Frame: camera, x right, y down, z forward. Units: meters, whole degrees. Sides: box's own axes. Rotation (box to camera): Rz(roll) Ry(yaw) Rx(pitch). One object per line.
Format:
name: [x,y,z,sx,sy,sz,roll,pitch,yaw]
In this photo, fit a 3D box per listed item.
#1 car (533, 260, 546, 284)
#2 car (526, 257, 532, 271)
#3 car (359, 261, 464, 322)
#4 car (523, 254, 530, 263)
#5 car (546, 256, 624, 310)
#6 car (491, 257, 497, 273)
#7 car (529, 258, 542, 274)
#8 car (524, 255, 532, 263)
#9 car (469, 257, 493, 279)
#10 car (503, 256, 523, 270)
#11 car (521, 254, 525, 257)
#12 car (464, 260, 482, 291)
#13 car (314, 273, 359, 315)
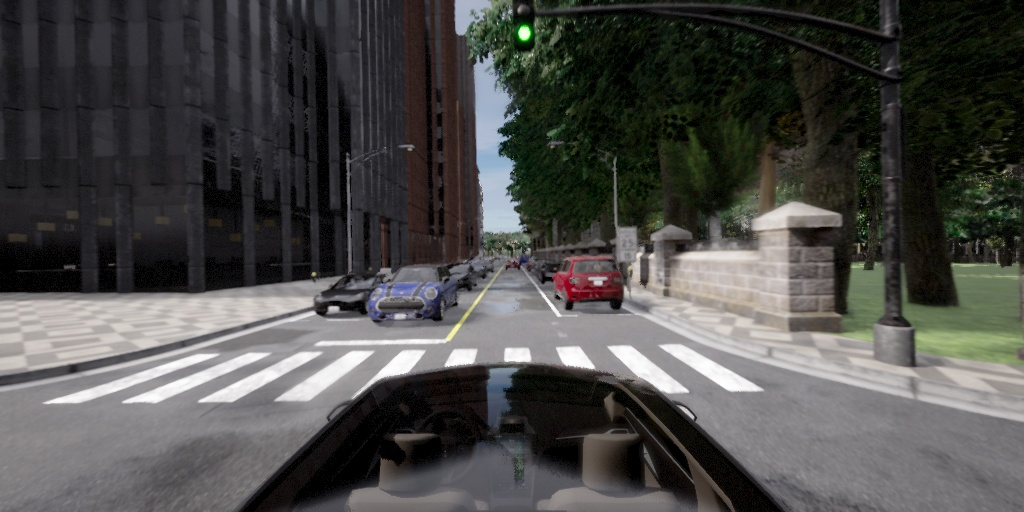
car: [2.768,1.135,24.708,1.948,1.339,4.313,0,0,0]
car: [2.772,1.076,35.621,2.007,1.370,4.403,0,0,0]
car: [-3.116,1.082,12.209,2.097,1.767,4.553,-1,0,0]
car: [2.777,0.921,46.534,1.967,1.591,4.097,0,0,0]
car: [2.763,0.929,13.796,2.192,1.841,5.009,0,0,0]
car: [-3.069,1.177,40.801,1.994,1.385,4.181,-1,0,1]
car: [2.770,1.098,30.164,2.007,1.370,4.403,0,0,0]
car: [2.775,0.943,41.078,1.967,1.591,4.097,0,0,0]
car: [-3.098,1.145,30.810,2.128,1.511,4.902,-1,0,0]
car: [0.088,1.057,46.646,1.812,1.442,4.674,-1,0,0]
car: [2.397,0.647,64.477,2.150,2.045,5.566,-1,0,0]
car: [-3.108,1.197,21.313,1.837,1.490,4.892,-1,0,0]
car: [-5.761,1.338,13.791,1.948,1.339,4.313,0,0,0]
